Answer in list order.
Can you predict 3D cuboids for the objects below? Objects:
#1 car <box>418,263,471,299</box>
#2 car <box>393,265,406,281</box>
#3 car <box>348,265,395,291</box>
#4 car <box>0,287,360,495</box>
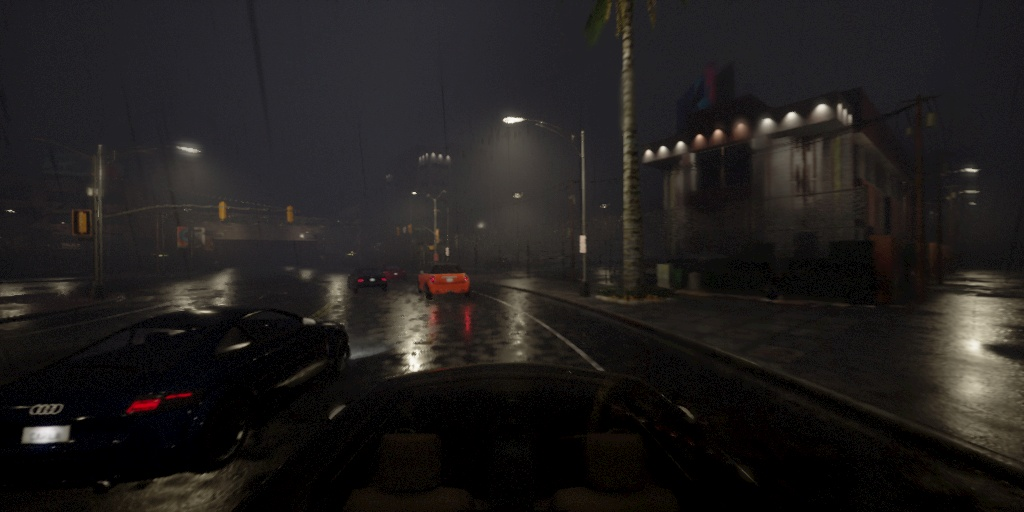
[{"bbox_3d":[-3.657,1.140,18.688,2.097,1.767,4.553,-1,0,-21],"label":"car"},{"bbox_3d":[-10.551,1.428,30.634,1.994,1.385,4.181,-1,0,-35],"label":"car"},{"bbox_3d":[-8.968,1.395,22.174,2.033,1.411,5.357,-1,0,-29],"label":"car"},{"bbox_3d":[-3.787,1.357,4.792,1.994,1.385,4.181,-1,0,-5],"label":"car"}]
